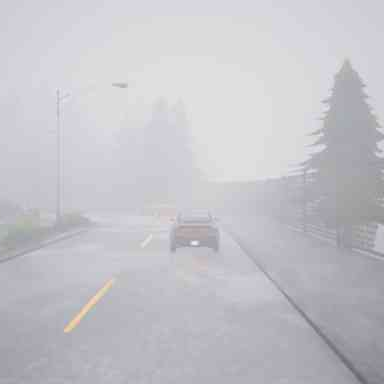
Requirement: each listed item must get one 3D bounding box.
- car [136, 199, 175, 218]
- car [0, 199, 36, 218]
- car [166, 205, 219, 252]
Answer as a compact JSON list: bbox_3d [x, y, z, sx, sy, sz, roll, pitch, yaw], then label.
[{"bbox_3d":[-3.337,1.393,30.507,2.097,1.767,4.553,0,0,-39],"label":"car"},{"bbox_3d":[-16.406,1.391,29.644,4.553,1.767,2.097,0,0,1],"label":"car"},{"bbox_3d":[0.096,1.523,13.936,1.837,1.490,4.892,0,0,0],"label":"car"}]
